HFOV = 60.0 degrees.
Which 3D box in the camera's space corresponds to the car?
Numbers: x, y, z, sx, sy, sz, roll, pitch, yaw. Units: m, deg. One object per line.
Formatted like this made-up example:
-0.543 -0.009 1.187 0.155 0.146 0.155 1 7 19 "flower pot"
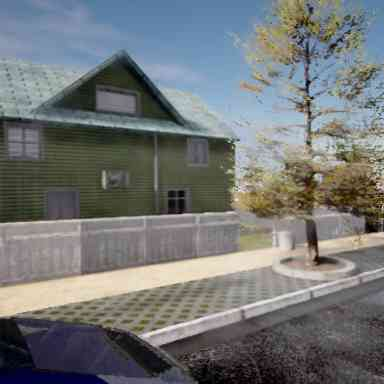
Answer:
-1.872 1.565 1.731 4.181 1.385 1.994 0 0 -35 "car"
